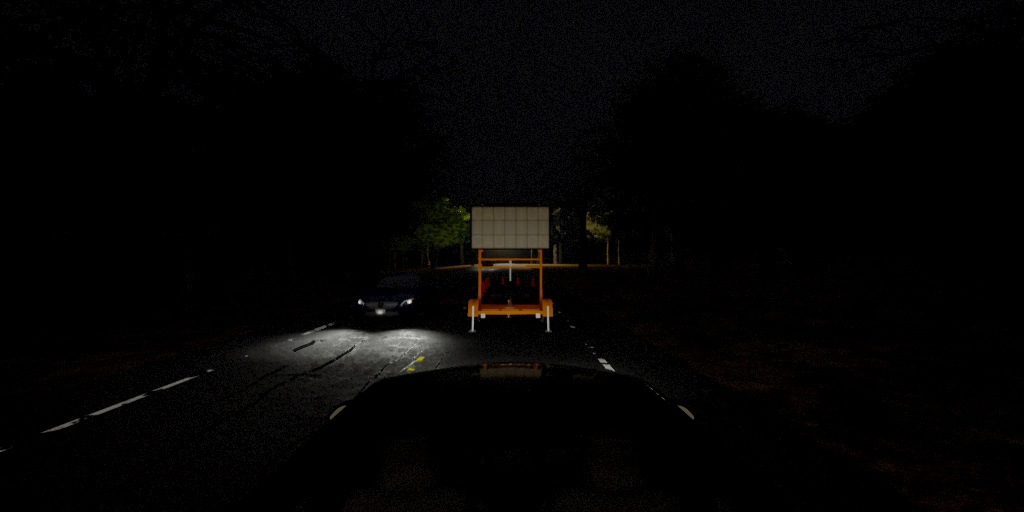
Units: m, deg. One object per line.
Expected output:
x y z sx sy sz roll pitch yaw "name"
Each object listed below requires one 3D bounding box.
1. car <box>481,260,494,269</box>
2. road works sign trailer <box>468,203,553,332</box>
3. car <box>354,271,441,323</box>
-3.871 1.242 54.480 1.837 1.490 4.892 0 0 0 "car"
-0.047 0.213 10.855 2.380 3.560 2.880 0 0 0 "road works sign trailer"
-3.653 1.273 12.243 1.812 1.442 4.674 0 0 0 "car"
